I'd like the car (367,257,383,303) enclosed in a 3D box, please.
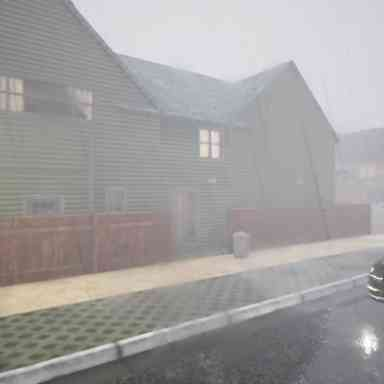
[{"bbox_3d":[5.642,1.525,7.078,4.892,1.490,1.837,0,0,-35],"label":"car"}]
